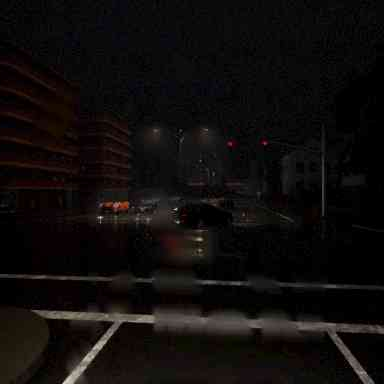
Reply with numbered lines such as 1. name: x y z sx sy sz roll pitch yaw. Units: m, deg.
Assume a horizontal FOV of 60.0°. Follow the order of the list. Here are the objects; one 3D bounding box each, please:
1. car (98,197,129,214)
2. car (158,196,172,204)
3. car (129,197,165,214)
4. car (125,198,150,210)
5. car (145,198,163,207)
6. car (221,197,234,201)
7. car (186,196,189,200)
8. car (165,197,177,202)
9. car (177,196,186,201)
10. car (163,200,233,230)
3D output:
1. car: -8.120 1.352 34.941 2.097 1.767 4.553 0 0 6
2. car: -5.089 1.564 63.865 1.994 1.385 4.181 0 0 6
3. car: -4.605 1.491 34.871 2.128 1.511 4.902 0 0 6
4. car: -7.139 1.545 44.359 2.033 1.411 5.357 0 0 6
5. car: -6.146 1.601 53.890 1.895 1.301 4.718 0 0 6
6. car: 4.891 1.491 47.073 2.128 1.511 4.902 0 0 6
7. car: -1.657 1.505 63.030 1.837 1.490 4.892 0 0 7
8. car: -3.653 1.601 44.081 1.895 1.301 4.718 0 0 6
9. car: -2.706 1.491 53.127 2.128 1.511 4.902 0 0 6
10. car: 0.728 1.505 21.231 1.837 1.490 4.892 3 2 41
